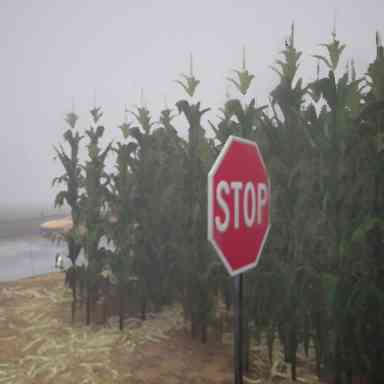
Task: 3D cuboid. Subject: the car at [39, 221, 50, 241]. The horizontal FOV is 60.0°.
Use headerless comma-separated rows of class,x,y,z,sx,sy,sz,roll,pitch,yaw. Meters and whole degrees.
car,-5.335,1.648,17.202,1.882,1.535,5.008,0,0,34
